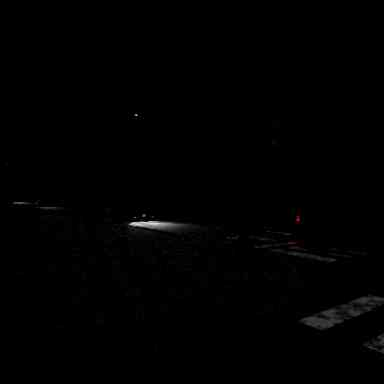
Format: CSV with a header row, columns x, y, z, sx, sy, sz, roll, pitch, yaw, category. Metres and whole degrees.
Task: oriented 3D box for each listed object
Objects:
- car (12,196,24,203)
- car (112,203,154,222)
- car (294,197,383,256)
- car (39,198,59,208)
x,y,z,sx,sy,sz,roll,pitch,yaw,category
-37.955,1.522,72.434,2.128,1.511,4.902,1,-1,-36,car
-4.652,1.520,25.907,1.994,1.385,4.181,1,0,-36,car
6.054,1.213,10.962,2.150,2.045,5.566,1,0,-36,car
-21.249,1.516,49.094,2.033,1.411,5.357,1,0,-36,car
